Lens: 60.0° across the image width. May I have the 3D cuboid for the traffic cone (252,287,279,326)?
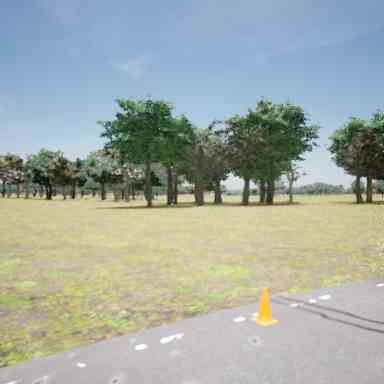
[{"bbox_3d":[1.268,1.942,5.774,0.340,0.580,0.340,0,0,-32],"label":"traffic cone"}]
